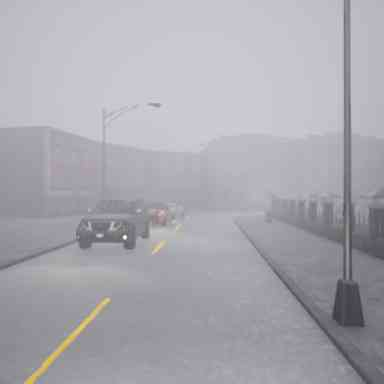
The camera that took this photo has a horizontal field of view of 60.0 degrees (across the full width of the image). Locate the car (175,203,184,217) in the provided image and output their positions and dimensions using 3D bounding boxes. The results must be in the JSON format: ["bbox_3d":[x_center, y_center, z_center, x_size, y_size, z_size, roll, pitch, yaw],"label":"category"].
[{"bbox_3d":[-2.052,1.719,31.248,1.812,1.442,4.674,0,0,15],"label":"car"}]

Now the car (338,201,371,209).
[{"bbox_3d":[18.249,1.722,35.640,4.902,1.511,2.128,0,0,3],"label":"car"}]

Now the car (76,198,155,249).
[{"bbox_3d":[-3.370,1.315,15.361,2.150,2.045,5.566,0,0,3],"label":"car"}]

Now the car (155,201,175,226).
[{"bbox_3d":[-2.746,1.505,24.789,2.097,1.767,4.553,0,0,4],"label":"car"}]
